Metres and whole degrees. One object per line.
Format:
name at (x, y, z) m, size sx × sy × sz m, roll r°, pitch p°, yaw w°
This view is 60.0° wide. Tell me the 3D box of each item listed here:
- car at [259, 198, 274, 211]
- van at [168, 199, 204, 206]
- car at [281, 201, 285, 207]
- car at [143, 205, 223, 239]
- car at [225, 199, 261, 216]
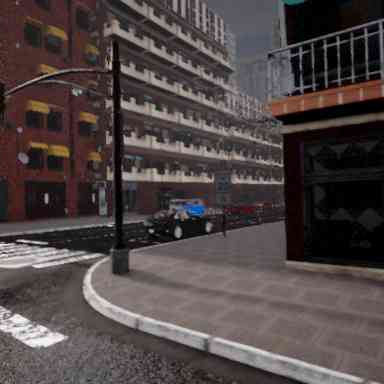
car at (9.242, 1.605, 44.090) m, size 1.967 × 1.590 × 4.097 m, roll -2°, pitch -1°, yaw 36°
van at (-0.496, 1.539, 30.507) m, size 1.690 × 1.788 × 3.998 m, roll -2°, pitch -1°, yaw 36°
car at (15.635, 1.670, 53.005) m, size 1.752 × 1.417 × 4.829 m, roll -2°, pitch -1°, yaw 36°
car at (-0.577, 1.534, 16.862) m, size 2.008 × 1.369 × 4.403 m, roll -2°, pitch -1°, yaw 36°
car at (4.843, 1.712, 33.711) m, size 1.895 × 1.301 × 4.718 m, roll -2°, pitch -1°, yaw 36°
